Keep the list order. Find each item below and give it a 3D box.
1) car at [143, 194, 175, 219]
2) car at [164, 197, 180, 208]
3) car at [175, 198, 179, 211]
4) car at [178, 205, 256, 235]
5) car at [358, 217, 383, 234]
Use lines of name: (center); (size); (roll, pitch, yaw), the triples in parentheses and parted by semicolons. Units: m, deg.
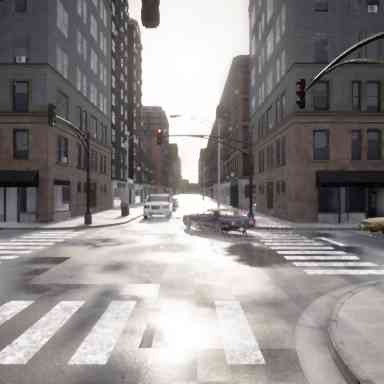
car: (-2.901, 1.216, 29.215); (2.150, 2.045, 5.566); (0, 0, 0)
car: (-2.932, 1.530, 49.783); (2.033, 1.411, 5.357); (0, 0, 0)
car: (-2.914, 1.342, 39.479); (2.097, 1.767, 4.553); (0, 0, 0)
car: (1.370, 1.611, 19.011); (1.895, 1.301, 4.718); (0, 0, -33)
car: (11.601, 1.554, 17.923); (4.829, 1.417, 1.752); (0, 0, 0)
